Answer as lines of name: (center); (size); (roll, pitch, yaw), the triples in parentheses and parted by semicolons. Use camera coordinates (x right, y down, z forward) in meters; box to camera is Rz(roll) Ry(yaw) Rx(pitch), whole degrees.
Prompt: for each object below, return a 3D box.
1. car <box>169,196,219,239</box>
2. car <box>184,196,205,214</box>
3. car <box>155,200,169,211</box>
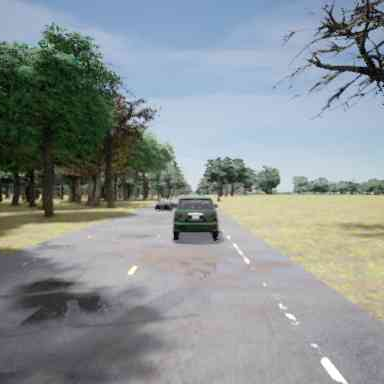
car: (0.197, 1.224, 17.399); (2.150, 2.045, 5.566); (0, 0, 1)
car: (0.276, 1.356, 35.528); (2.097, 1.767, 4.553); (0, 0, 0)
car: (-3.359, 1.604, 40.013); (1.895, 1.301, 4.718); (0, 0, 1)
